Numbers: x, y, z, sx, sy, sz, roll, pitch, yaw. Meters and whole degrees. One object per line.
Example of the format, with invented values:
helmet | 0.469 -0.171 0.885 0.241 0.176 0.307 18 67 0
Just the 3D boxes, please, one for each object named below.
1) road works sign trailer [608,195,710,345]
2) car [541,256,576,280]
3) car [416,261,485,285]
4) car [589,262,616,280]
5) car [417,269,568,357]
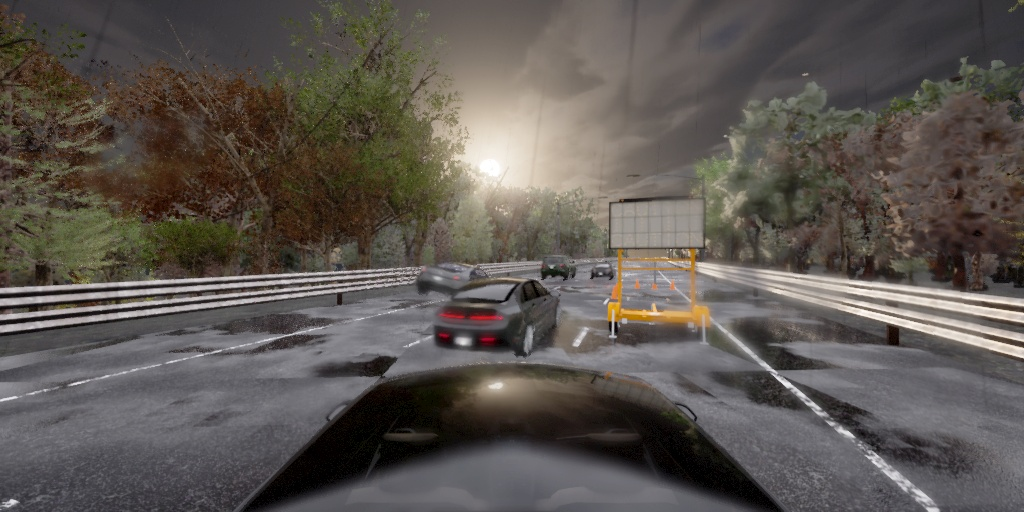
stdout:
road works sign trailer | 3.892 0.219 9.760 2.380 3.560 2.880 0 0 20
car | 4.042 0.979 30.766 2.150 2.045 5.566 0 0 19
car | -1.828 1.013 13.958 1.994 1.385 4.181 13 -4 20
car | 8.053 1.283 31.514 1.812 1.442 4.674 0 0 20
car | -0.065 1.260 8.710 1.837 1.490 4.892 0 1 19
